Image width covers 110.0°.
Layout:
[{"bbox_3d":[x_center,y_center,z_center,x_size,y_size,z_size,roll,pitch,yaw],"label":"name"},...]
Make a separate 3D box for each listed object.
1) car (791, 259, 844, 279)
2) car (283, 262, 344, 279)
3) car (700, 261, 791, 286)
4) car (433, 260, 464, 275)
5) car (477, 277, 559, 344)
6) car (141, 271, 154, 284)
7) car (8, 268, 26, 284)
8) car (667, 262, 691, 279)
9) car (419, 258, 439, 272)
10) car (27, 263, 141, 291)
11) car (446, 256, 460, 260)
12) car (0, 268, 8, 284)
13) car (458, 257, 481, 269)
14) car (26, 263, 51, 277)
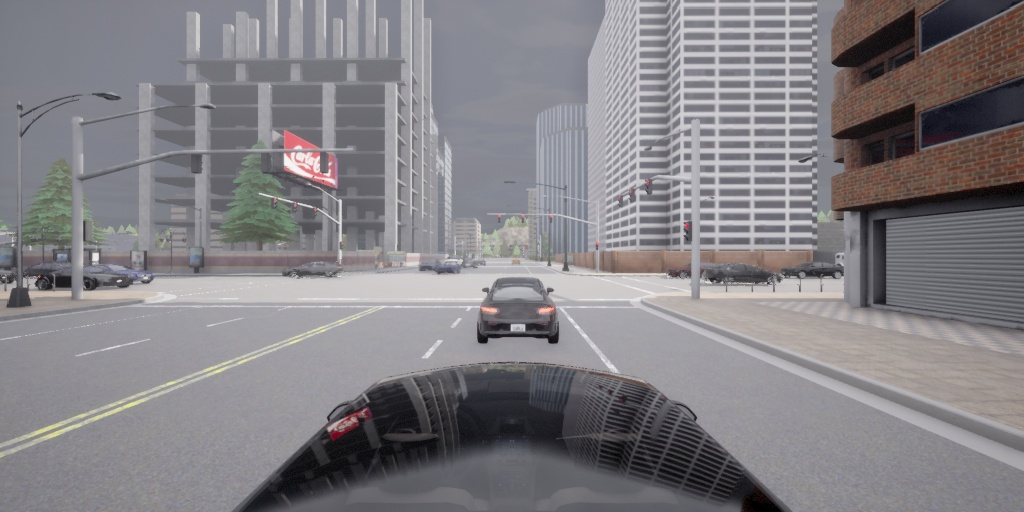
[{"bbox_3d":[26.655,1.228,31.836,5.008,1.535,1.882,0,0,0],"label":"car"},{"bbox_3d":[-17.792,1.241,32.257,4.902,1.511,2.128,0,1,-11],"label":"car"},{"bbox_3d":[15.897,1.254,24.768,4.892,1.490,1.837,0,0,1],"label":"car"},{"bbox_3d":[-6.687,1.351,38.253,1.895,1.301,4.718,0,0,1],"label":"car"},{"bbox_3d":[0.158,1.276,9.492,1.812,1.442,4.674,0,0,1],"label":"car"},{"bbox_3d":[-27.864,1.276,25.001,4.674,1.442,1.812,0,0,0],"label":"car"},{"bbox_3d":[-37.853,1.255,25.070,4.892,1.490,1.837,0,0,0],"label":"car"},{"bbox_3d":[16.462,1.228,31.913,5.008,1.535,1.882,0,0,0],"label":"car"},{"bbox_3d":[-10.109,1.102,44.762,2.097,1.767,4.553,0,0,1],"label":"car"},{"bbox_3d":[-25.509,1.314,21.485,4.181,1.385,1.994,0,0,0],"label":"car"},{"bbox_3d":[-9.890,0.974,61.047,2.150,2.045,5.566,0,0,1],"label":"car"},{"bbox_3d":[-34.208,1.102,21.545,4.553,1.767,2.097,0,0,0],"label":"car"},{"bbox_3d":[-6.477,1.242,55.273,2.128,1.511,4.902,0,0,1],"label":"car"},{"bbox_3d":[-41.467,1.297,32.282,5.357,1.411,2.033,0,0,0],"label":"car"}]
